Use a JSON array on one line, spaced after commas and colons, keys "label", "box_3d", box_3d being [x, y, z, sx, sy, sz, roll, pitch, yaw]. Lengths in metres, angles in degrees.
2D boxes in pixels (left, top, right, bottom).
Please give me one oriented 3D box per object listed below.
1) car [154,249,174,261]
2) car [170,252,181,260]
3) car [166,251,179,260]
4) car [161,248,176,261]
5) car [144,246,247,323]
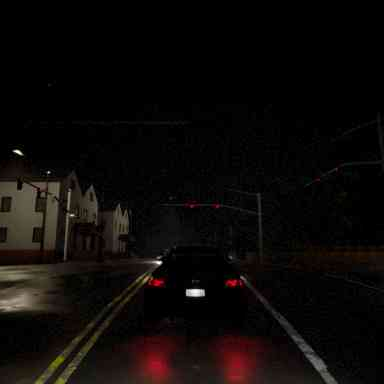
[{"label": "car", "box_3d": [-3.597, 8.372, 43.935, 2.128, 1.511, 4.902, 0, -11, 0]}, {"label": "car", "box_3d": [-3.516, 13.700, 71.346, 2.128, 1.511, 4.902, 0, -11, 0]}, {"label": "car", "box_3d": [-3.575, 11.756, 61.456, 2.128, 1.511, 4.902, 0, -11, 0]}, {"label": "car", "box_3d": [-3.599, 9.723, 51.667, 2.097, 1.767, 4.553, 0, -11, 0]}, {"label": "car", "box_3d": [0.071, 1.985, 7.898, 1.994, 1.385, 4.181, 0, -7, 0]}]
